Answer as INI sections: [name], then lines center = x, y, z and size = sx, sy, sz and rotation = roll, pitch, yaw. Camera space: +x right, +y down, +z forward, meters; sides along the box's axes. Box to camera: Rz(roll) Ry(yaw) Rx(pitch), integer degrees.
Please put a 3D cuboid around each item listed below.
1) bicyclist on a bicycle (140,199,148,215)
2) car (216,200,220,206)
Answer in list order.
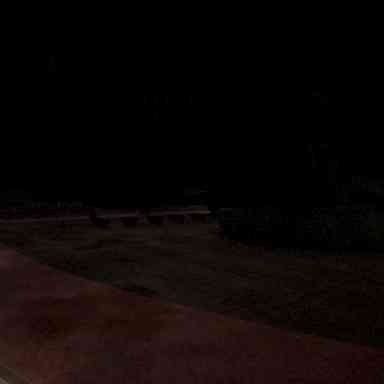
[bicyclist on a bicycle]
center = -4.973, 1.532, 34.501
size = 0.582, 1.620, 1.656
rotation = 0, -1, -38
[car]
center = 6.722, 1.778, 62.538
size = 5.008, 1.535, 1.882
rotation = 0, -1, -38
